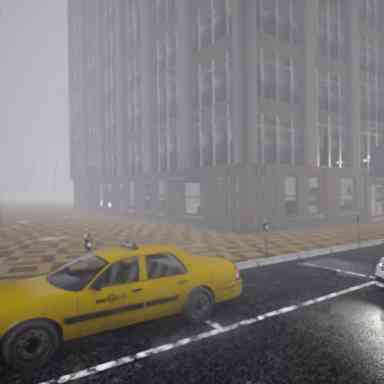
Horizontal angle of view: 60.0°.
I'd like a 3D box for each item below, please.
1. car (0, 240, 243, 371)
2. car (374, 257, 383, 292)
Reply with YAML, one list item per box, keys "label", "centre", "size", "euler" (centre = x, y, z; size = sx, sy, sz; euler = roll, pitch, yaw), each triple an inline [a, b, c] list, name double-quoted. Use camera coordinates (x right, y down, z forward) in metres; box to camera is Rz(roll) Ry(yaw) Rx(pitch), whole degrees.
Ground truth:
- label: "car"
  centre: [-1.297, 1.536, 5.636]
  size: [4.829, 1.417, 1.752]
  euler: [0, -1, -36]
- label: "car"
  centre: [6.163, 1.566, 7.810]
  size: [4.674, 1.442, 1.812]
  euler: [0, 0, -36]
